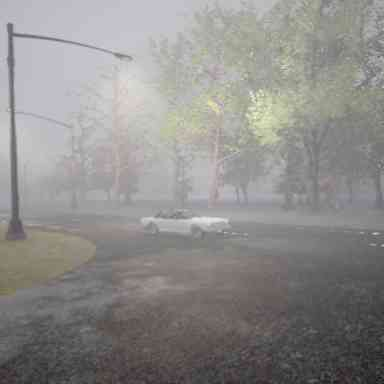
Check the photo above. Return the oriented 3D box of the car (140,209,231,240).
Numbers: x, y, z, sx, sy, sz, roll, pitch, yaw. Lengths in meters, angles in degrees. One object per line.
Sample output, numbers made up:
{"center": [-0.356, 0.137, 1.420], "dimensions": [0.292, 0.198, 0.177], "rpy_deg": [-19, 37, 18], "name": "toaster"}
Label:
{"center": [-0.419, 1.527, 16.838], "dimensions": [4.718, 1.301, 1.895], "rpy_deg": [-1, 1, 40], "name": "car"}
